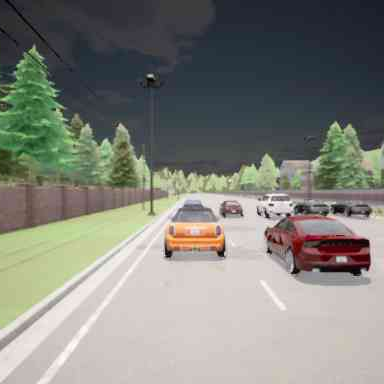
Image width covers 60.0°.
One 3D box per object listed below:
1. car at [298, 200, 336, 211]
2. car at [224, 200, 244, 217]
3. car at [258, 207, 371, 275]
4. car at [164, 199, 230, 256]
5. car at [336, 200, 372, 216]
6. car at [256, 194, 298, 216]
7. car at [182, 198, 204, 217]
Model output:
[{"bbox_3d":[10.601,1.448,29.846,2.128,1.511,4.902,0,0,0],"label":"car"},{"bbox_3d":[3.602,1.481,30.915,1.812,1.442,4.674,0,0,0],"label":"car"},{"bbox_3d":[3.600,1.462,10.471,1.882,1.535,5.008,0,0,0],"label":"car"},{"bbox_3d":[0.100,1.333,13.120,2.097,1.767,4.553,0,0,0],"label":"car"},{"bbox_3d":[14.102,1.448,29.841,2.128,1.511,4.902,0,0,0],"label":"car"},{"bbox_3d":[7.101,1.179,29.010,2.150,2.045,5.566,0,0,0],"label":"car"},{"bbox_3d":[0.101,1.432,31.465,1.882,1.535,5.008,0,0,0],"label":"car"}]
